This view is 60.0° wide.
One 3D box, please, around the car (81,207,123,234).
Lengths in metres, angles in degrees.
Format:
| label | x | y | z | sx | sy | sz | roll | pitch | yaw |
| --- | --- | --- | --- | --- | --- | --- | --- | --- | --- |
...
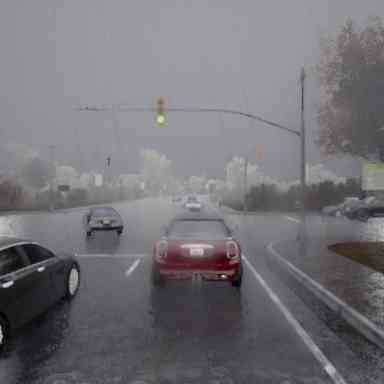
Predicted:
| label | x | y | z | sx | sy | sz | roll | pitch | yaw |
| --- | --- | --- | --- | --- | --- | --- | --- | --- | --- |
| car | -5.188 | 1.536 | 18.884 | 2.033 | 1.411 | 5.357 | 0 | 0 | -22 |

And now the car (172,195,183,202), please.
| label | x | y | z | sx | sy | sz | roll | pitch | yaw |
| --- | --- | --- | --- | --- | --- | --- | --- | --- | --- |
| car | -3.485 | 1.500 | 74.494 | 1.994 | 1.385 | 4.181 | 0 | 0 | 0 |

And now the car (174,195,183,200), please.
| label | x | y | z | sx | sy | sz | roll | pitch | yaw |
| --- | --- | --- | --- | --- | --- | --- | --- | --- | --- |
| car | -3.444 | 1.351 | 84.520 | 1.994 | 1.385 | 4.181 | 0 | 0 | 1 |

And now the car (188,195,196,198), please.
| label | x | y | z | sx | sy | sz | roll | pitch | yaw |
| --- | --- | --- | --- | --- | --- | --- | --- | --- | --- |
| car | 0.014 | 1.455 | 74.173 | 1.837 | 1.490 | 4.892 | 0 | 0 | 0 |

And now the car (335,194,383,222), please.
| label | x | y | z | sx | sy | sz | roll | pitch | yaw |
| --- | --- | --- | --- | --- | --- | --- | --- | --- | --- |
| car | 14.470 | 1.206 | 25.593 | 5.566 | 2.045 | 2.150 | 0 | 0 | 3 |

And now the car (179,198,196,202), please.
| label | x | y | z | sx | sy | sz | roll | pitch | yaw |
| --- | --- | --- | --- | --- | --- | --- | --- | --- | --- |
| car | 0.105 | 1.509 | 27.415 | 1.812 | 1.442 | 4.674 | 0 | 0 | 0 |

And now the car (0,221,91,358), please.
| label | x | y | z | sx | sy | sz | roll | pitch | yaw |
| --- | --- | --- | --- | --- | --- | --- | --- | --- | --- |
| car | -3.400 | 1.501 | 5.528 | 1.837 | 1.490 | 4.892 | 0 | 0 | 0 |

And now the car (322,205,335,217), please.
| label | x | y | z | sx | sy | sz | roll | pitch | yaw |
| --- | --- | --- | --- | --- | --- | --- | --- | --- | --- |
| car | 13.991 | 1.488 | 29.128 | 4.892 | 1.490 | 1.837 | 0 | 0 | 3 |

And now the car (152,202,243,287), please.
| label | x | y | z | sx | sy | sz | roll | pitch | yaw |
| --- | --- | --- | --- | --- | --- | --- | --- | --- | --- |
| car | 0.231 | 1.346 | 9.489 | 2.097 | 1.767 | 4.553 | 0 | 0 | 3 |

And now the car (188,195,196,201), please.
| label | x | y | z | sx | sy | sz | roll | pitch | yaw |
| --- | --- | --- | --- | --- | --- | --- | --- | --- | --- |
| car | 0.057 | 1.473 | 84.528 | 1.812 | 1.442 | 4.674 | 0 | 0 | 1 |
